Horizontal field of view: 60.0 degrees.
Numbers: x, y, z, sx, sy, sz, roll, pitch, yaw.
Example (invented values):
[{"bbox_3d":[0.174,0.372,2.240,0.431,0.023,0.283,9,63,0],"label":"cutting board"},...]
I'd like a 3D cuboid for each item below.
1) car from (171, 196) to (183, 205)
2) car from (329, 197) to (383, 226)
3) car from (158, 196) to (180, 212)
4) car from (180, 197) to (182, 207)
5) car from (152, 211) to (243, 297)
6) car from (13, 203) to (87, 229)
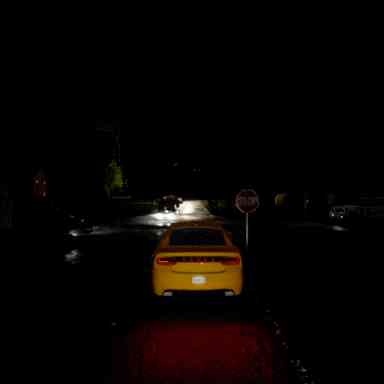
[{"bbox_3d":[-2.702,1.514,59.676,1.812,1.442,4.674,0,0,1],"label":"car"},{"bbox_3d":[13.138,1.376,24.608,5.566,2.045,2.150,1,-1,-2],"label":"car"},{"bbox_3d":[-2.809,1.486,38.142,2.128,1.511,4.902,0,0,1],"label":"car"},{"bbox_3d":[-2.760,1.518,48.034,1.812,1.442,4.674,0,0,0],"label":"car"},{"bbox_3d":[0.078,1.478,8.624,1.882,1.535,5.008,0,0,-1],"label":"car"},{"bbox_3d":[-8.833,1.426,20.550,4.674,1.442,1.812,0,-1,14],"label":"car"}]
